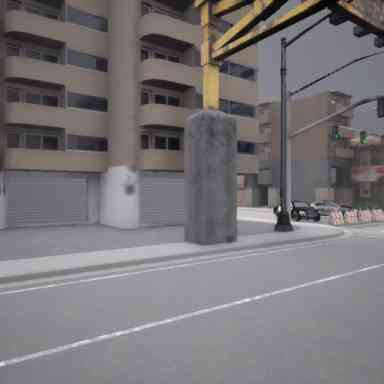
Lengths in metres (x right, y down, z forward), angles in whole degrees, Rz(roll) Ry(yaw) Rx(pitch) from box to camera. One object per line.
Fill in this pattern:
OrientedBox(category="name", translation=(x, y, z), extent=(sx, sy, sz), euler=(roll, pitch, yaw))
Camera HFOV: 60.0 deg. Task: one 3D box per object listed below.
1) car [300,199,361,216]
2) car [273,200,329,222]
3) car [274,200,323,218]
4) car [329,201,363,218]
OrientedBox(category="car", translation=(11.872, 1.295, 28.562), extent=(4.536, 1.218, 1.853), euler=(0, 0, 35))
OrientedBox(category="car", translation=(8.331, 1.453, 26.398), extent=(2.038, 1.542, 4.974), euler=(0, 0, -10))
OrientedBox(category="car", translation=(8.321, 1.295, 26.449), extent=(1.853, 1.218, 4.536), euler=(0, 0, -10))
OrientedBox(category="car", translation=(11.915, 1.453, 28.533), extent=(4.974, 1.542, 2.038), euler=(0, 0, 35))
